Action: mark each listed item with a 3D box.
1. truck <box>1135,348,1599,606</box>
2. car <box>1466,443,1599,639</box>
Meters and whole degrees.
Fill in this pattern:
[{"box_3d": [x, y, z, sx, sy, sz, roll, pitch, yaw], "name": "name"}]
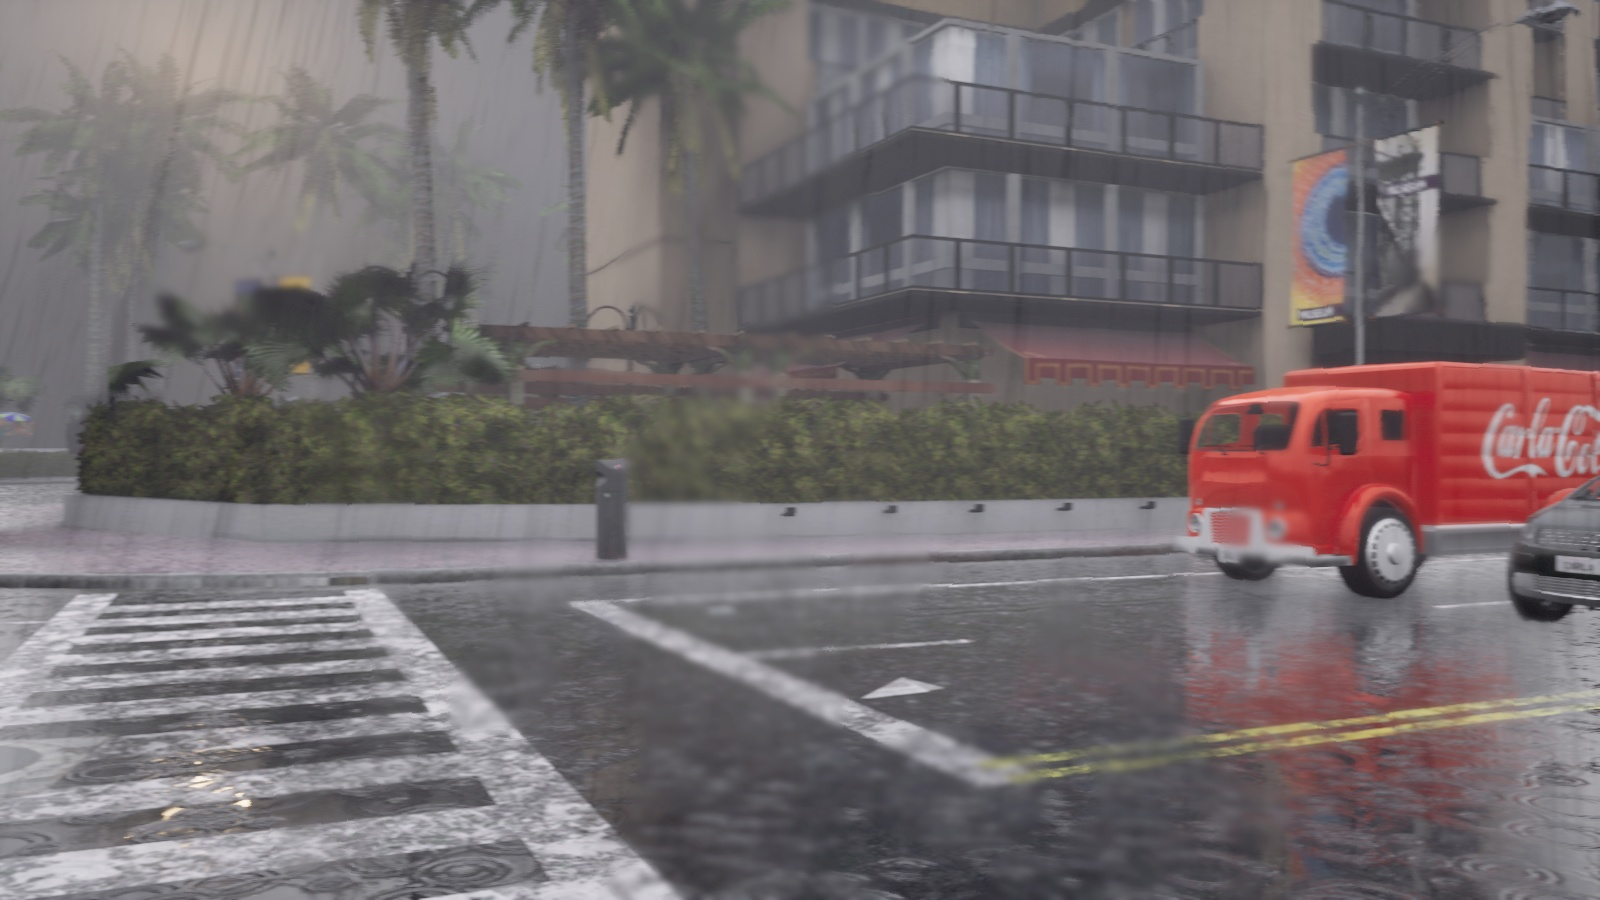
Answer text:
[{"box_3d": [6.762, 0.261, 14.320, 5.204, 2.467, 2.627, 0, 0, -25], "name": "truck"}, {"box_3d": [7.904, 0.723, 11.001, 3.705, 1.549, 1.789, 0, 0, -25], "name": "car"}]
